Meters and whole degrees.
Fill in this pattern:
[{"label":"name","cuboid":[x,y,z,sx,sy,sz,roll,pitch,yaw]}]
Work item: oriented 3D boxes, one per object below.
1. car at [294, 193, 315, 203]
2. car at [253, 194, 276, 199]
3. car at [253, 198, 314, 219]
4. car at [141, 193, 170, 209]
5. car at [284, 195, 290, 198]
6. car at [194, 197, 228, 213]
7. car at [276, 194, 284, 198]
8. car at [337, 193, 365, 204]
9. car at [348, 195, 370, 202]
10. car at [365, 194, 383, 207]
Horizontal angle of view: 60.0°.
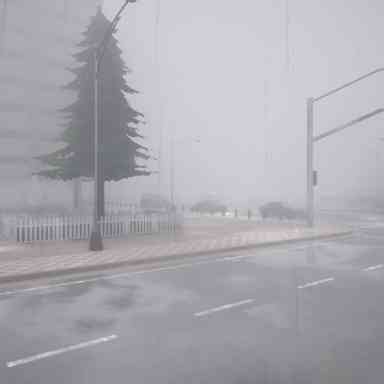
[{"label":"car","cuboid":[21.090,1.412,62.483,1.970,1.475,3.806,0,0,-36]},{"label":"car","cuboid":[16.998,1.414,78.122,1.970,1.475,3.806,0,0,-36]},{"label":"car","cuboid":[7.874,1.533,29.010,1.812,1.442,4.674,0,0,-34]},{"label":"car","cuboid":[-5.269,1.226,47.238,2.150,2.045,5.566,0,0,-35]},{"label":"car","cuboid":[21.508,1.173,81.407,1.932,1.855,4.605,0,0,-36]},{"label":"car","cuboid":[2.032,1.571,37.084,1.994,1.385,4.181,0,0,-36]},{"label":"car","cuboid":[19.354,1.383,79.806,1.784,1.438,3.905,0,0,-36]},{"label":"car","cuboid":[34.783,1.175,72.384,1.932,1.855,4.605,0,0,-36]},{"label":"car","cuboid":[37.176,1.386,74.016,1.784,1.438,3.905,0,0,-36]},{"label":"car","cuboid":[26.662,1.168,45.061,1.932,1.855,4.605,0,0,-36]}]
